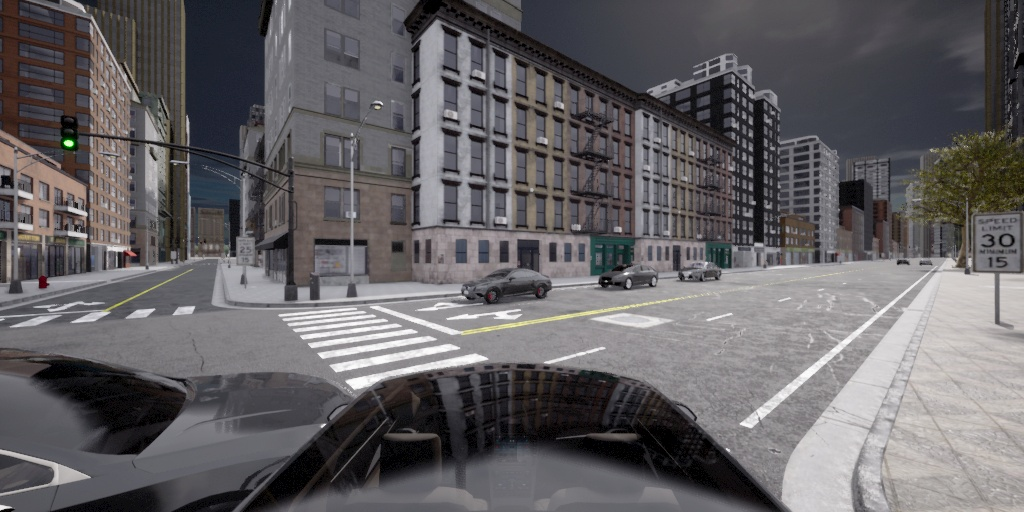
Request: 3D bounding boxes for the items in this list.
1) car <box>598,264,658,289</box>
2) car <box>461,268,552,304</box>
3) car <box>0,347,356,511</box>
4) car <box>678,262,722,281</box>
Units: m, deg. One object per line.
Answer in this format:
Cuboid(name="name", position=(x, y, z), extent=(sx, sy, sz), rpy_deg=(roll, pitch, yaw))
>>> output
Cuboid(name="car", position=(7.513, 1.256, 22.957), extent=(4.892, 1.490, 1.837), rpy_deg=(0, 0, -39))
Cuboid(name="car", position=(-0.140, 1.285, 16.686), extent=(4.674, 1.442, 1.812), rpy_deg=(0, 0, -39))
Cuboid(name="car", position=(-3.233, 1.257, 1.695), extent=(4.892, 1.490, 1.837), rpy_deg=(0, 0, -35))
Cuboid(name="car", position=(15.484, 1.233, 29.476), extent=(4.902, 1.511, 2.128), rpy_deg=(0, 0, -39))
